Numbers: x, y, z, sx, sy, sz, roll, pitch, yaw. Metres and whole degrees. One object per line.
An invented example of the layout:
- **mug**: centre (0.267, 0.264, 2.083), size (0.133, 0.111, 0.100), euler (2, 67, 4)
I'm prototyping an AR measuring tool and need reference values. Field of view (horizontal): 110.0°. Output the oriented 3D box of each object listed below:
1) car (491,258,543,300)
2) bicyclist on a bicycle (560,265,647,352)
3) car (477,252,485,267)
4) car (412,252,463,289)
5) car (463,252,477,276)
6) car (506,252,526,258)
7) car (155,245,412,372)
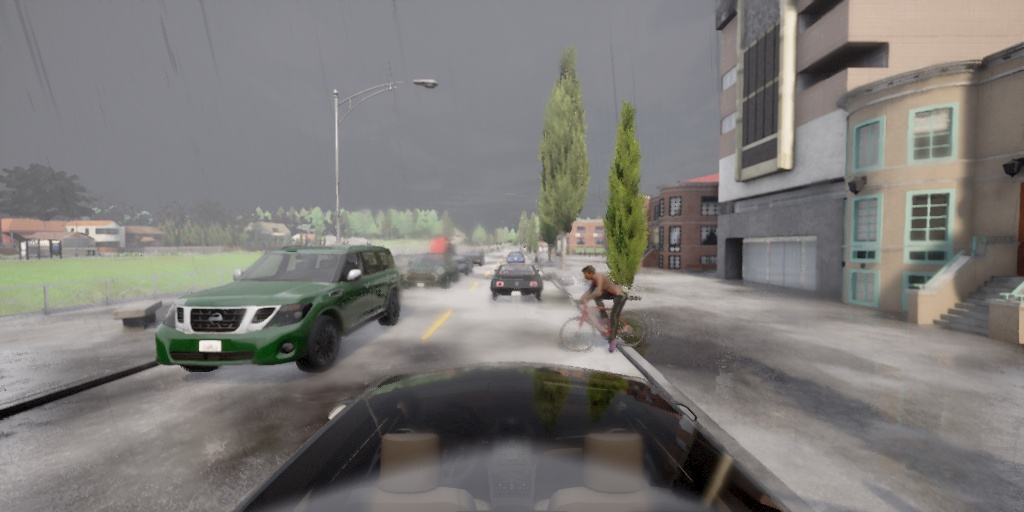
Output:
- **car**: centre (0.199, 0.952, 14.765), size (1.895, 1.301, 4.718), euler (0, 2, 1)
- **bicyclist on a bicycle**: centre (1.678, 0.986, 6.769), size (1.656, 1.620, 0.582), euler (-6, 2, 1)
- **car**: centre (-3.710, 0.264, 35.422), size (2.033, 1.411, 5.357), euler (0, 2, 1)
- **car**: centre (-3.958, 0.604, 17.893), size (2.097, 1.767, 4.553), euler (0, 2, 1)
- **car**: centre (-3.801, 0.607, 24.807), size (1.994, 1.385, 4.181), euler (0, 2, 1)
- **car**: centre (0.369, 0.266, 35.483), size (2.033, 1.411, 5.357), euler (0, 2, 1)
- **car**: centre (-4.059, 0.788, 7.601), size (2.150, 2.045, 5.566), euler (0, 2, 0)
